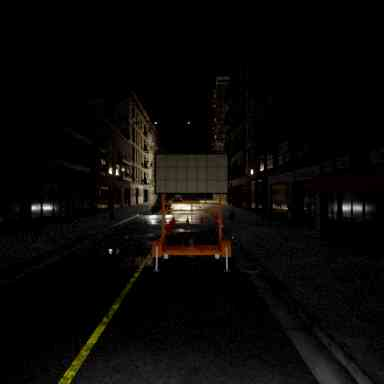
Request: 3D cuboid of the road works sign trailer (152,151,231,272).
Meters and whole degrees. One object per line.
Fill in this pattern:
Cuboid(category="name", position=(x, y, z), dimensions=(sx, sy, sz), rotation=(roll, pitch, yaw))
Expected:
Cuboid(category="road works sign trailer", position=(-0.006, 0.468, 10.826), dimensions=(2.380, 3.560, 2.880), rotation=(0, 0, 0))

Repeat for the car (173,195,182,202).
Cuboid(category="car", position=(-3.067, 1.466, 69.184), dimensions=(2.097, 1.767, 4.553), rotation=(0, 0, 0))

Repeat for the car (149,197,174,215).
Cuboid(category="car", position=(-3.134, 1.552, 34.491), dimensions=(1.812, 1.442, 4.674), rotation=(0, 0, 0))
